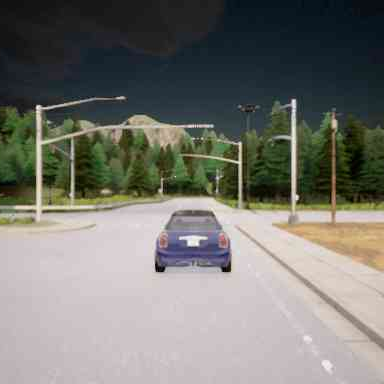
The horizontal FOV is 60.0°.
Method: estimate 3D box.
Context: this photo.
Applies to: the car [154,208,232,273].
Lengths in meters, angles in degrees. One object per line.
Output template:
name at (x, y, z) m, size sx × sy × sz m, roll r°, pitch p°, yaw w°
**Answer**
car at (0.052, 1.321, 10.756) m, size 2.097 × 1.767 × 4.553 m, roll 0°, pitch 0°, yaw 1°
